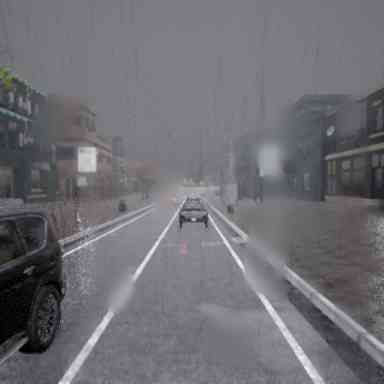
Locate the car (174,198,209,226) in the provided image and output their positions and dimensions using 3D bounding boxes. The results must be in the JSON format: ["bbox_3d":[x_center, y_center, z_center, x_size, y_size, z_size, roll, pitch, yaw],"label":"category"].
[{"bbox_3d":[0.103,1.414,22.479,2.128,1.511,4.902,0,0,0],"label":"car"}]

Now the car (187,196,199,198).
[{"bbox_3d":[0.105,1.238,40.787,2.128,1.511,4.902,0,1,0],"label":"car"}]

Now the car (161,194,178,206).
[{"bbox_3d":[-3.069,1.035,46.497,2.097,1.767,4.553,0,1,0],"label":"car"}]

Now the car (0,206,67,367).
[{"bbox_3d":[-3.099,1.221,3.214,2.150,2.045,5.566,0,0,0],"label":"car"}]
